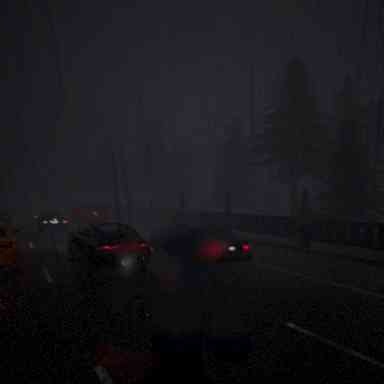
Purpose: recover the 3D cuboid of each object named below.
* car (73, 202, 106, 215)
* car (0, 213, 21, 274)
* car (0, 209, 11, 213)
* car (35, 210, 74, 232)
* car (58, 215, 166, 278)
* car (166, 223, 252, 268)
[{"bbox_3d":[-9.191,1.911,29.493,2.150,2.045,5.566,2,-2,-29],"label":"car"},{"bbox_3d":[-6.779,1.684,10.910,1.882,1.535,5.008,2,-2,-29],"label":"car"},{"bbox_3d":[-16.018,2.080,27.340,1.994,1.385,4.181,2,-2,-29],"label":"car"},{"bbox_3d":[-10.323,2.074,24.318,2.033,1.411,5.357,2,-2,-29],"label":"car"},{"bbox_3d":[-2.953,1.772,11.223,2.128,1.511,4.902,2,-2,-29],"label":"car"},{"bbox_3d":[0.073,1.927,12.983,2.033,1.411,5.357,2,-2,-29],"label":"car"}]
